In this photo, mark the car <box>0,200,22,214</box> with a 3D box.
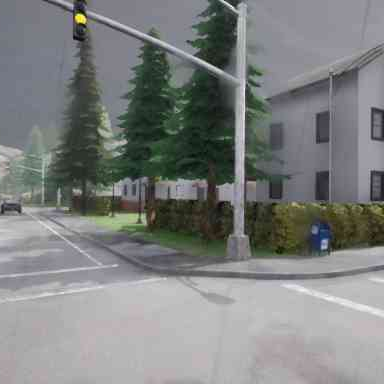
[{"bbox_3d":[-20.474,1.658,37.694,1.837,1.490,4.892,1,-1,-32],"label":"car"}]
